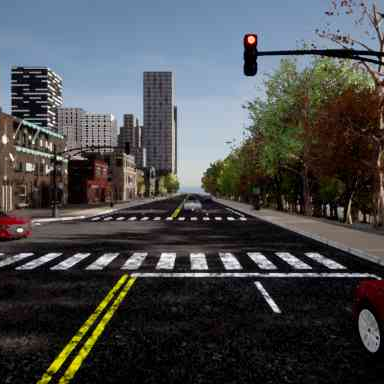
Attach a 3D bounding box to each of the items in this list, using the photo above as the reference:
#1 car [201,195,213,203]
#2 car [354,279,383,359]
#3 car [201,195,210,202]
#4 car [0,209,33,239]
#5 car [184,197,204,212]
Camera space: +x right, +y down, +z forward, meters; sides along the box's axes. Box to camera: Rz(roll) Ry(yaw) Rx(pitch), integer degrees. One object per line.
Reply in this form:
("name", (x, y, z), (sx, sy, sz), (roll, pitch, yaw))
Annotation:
("car", (3.181, 1.523, 65.814), (2.033, 1.411, 5.357), (0, 0, 0))
("car", (3.342, 1.477, 2.948), (1.882, 1.535, 5.008), (0, 0, 0))
("car", (3.059, 1.470, 76.308), (1.837, 1.490, 4.892), (0, 0, 0))
("car", (-9.863, 1.518, 16.058), (5.008, 1.535, 1.882), (-2, -1, 28))
("car", (0.044, 1.589, 38.842), (1.895, 1.301, 4.718), (0, 0, -1))
